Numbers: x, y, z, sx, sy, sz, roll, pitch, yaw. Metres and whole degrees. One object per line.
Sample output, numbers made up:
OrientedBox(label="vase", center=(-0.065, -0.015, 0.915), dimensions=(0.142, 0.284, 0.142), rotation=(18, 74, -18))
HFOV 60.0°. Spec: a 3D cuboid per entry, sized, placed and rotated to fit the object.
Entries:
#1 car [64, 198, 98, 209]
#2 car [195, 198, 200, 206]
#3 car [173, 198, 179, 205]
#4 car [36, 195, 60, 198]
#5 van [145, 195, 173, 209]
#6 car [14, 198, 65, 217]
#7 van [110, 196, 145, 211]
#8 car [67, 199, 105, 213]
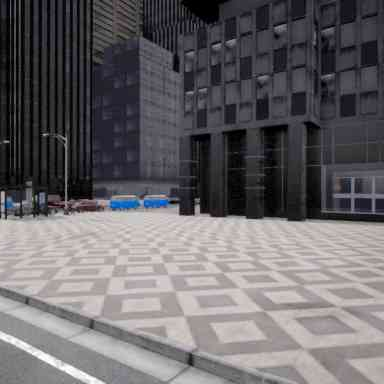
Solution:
OrientedBox(label="car", center=(-15.001, 1.560, 45.149), dimensions=(1.802, 1.307, 4.206), rotation=(0, 0, 35))
OrientedBox(label="car", center=(1.821, 1.578, 54.084), dimensions=(1.802, 1.307, 4.206), rotation=(0, 0, 35))
OrientedBox(label="car", center=(-4.200, 1.582, 55.646), dimensions=(1.895, 1.301, 4.718), rotation=(0, 0, 36))
OrientedBox(label="car", center=(-18.292, 1.297, 40.522), dimensions=(2.192, 1.841, 5.009), rotation=(0, 0, 35))
OrientedBox(label="van", center=(-4.762, 1.338, 44.832), dimensions=(1.690, 1.788, 3.998), rotation=(0, 0, 35))
OrientedBox(label="car", center=(-14.639, 1.558, 30.955), dimensions=(2.008, 1.369, 4.403), rotation=(0, 0, 35))
OrientedBox(label="van", center=(-8.054, 1.341, 40.207), dimensions=(1.690, 1.788, 3.998), rotation=(0, 0, 35))
OrientedBox(label="car", center=(-11.346, 1.585, 35.581), dimensions=(1.802, 1.307, 4.206), rotation=(0, 0, 35))
